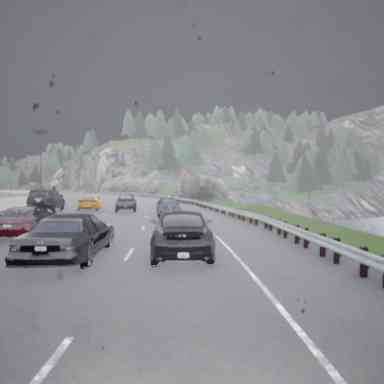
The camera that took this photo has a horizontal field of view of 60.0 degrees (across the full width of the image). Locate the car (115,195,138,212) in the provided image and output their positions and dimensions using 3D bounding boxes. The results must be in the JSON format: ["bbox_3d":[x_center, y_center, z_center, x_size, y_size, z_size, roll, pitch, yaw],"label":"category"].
[{"bbox_3d":[-6.181,1.033,31.368,2.128,1.511,4.902,0,1,-9],"label":"car"}]

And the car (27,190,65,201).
[{"bbox_3d":[-12.992,0.791,29.800,2.150,2.045,5.566,0,1,-9],"label":"car"}]

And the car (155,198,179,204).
[{"bbox_3d":[-1.948,1.151,26.921,2.033,1.411,5.357,0,1,-8],"label":"car"}]

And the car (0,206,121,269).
[{"bbox_3d":[-3.822,1.393,10.614,2.033,1.411,5.357,0,1,-3],"label":"car"}]

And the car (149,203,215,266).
[{"bbox_3d":[-0.349,1.342,10.969,1.837,1.490,4.892,0,1,-3],"label":"car"}]

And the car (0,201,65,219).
[{"bbox_3d":[-7.700,1.339,15.627,1.994,1.385,4.181,0,1,-5],"label":"car"}]

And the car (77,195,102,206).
[{"bbox_3d":[-9.935,1.005,32.548,1.882,1.535,5.008,0,1,-10],"label":"car"}]
